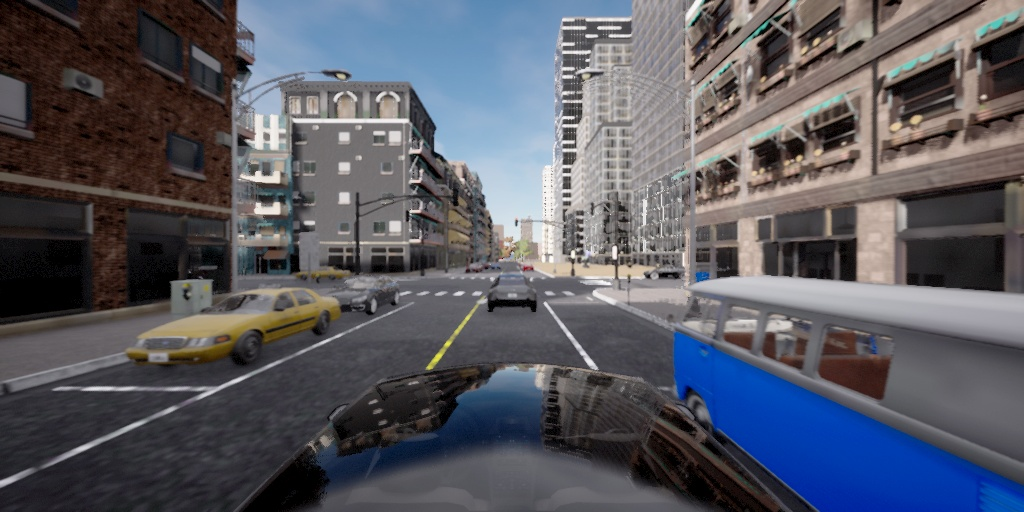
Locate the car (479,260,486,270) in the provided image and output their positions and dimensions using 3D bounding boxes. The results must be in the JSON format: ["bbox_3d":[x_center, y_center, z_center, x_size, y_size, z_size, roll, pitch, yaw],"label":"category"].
[{"bbox_3d":[-5.697,1.738,57.729,1.967,1.591,4.097,0,0,0],"label":"car"}]

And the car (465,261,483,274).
[{"bbox_3d":[-5.696,1.787,52.081,1.888,1.381,4.507,0,0,0],"label":"car"}]

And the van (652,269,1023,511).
[{"bbox_3d":[2.689,1.100,2.654,1.690,1.789,3.998,0,0,0],"label":"van"}]

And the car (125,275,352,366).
[{"bbox_3d":[-5.692,1.339,8.183,1.751,1.417,4.829,0,0,0],"label":"car"}]

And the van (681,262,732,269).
[{"bbox_3d":[14.686,1.351,25.673,3.998,1.789,1.690,0,0,0],"label":"van"}]

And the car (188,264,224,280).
[{"bbox_3d":[-23.237,1.536,25.608,4.097,1.591,1.967,0,0,0],"label":"car"}]

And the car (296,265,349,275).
[{"bbox_3d":[-17.886,1.565,33.997,4.829,1.417,1.751,0,0,0],"label":"car"}]

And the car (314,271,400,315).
[{"bbox_3d":[-5.693,1.419,14.016,2.007,1.370,4.403,0,0,0],"label":"car"}]

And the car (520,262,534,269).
[{"bbox_3d":[2.650,1.844,57.787,1.888,1.381,4.507,0,0,0],"label":"car"}]

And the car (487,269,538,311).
[{"bbox_3d":[-0.015,1.445,15.283,1.994,1.385,4.181,0,0,-1],"label":"car"}]

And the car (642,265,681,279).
[{"bbox_3d":[14.672,1.533,34.054,4.313,1.339,1.948,0,0,0],"label":"car"}]
